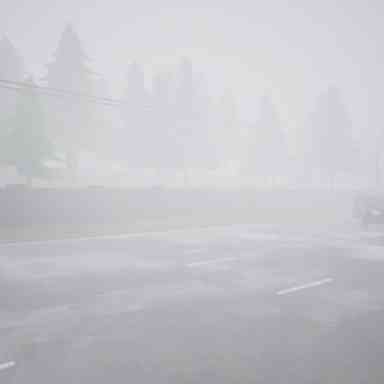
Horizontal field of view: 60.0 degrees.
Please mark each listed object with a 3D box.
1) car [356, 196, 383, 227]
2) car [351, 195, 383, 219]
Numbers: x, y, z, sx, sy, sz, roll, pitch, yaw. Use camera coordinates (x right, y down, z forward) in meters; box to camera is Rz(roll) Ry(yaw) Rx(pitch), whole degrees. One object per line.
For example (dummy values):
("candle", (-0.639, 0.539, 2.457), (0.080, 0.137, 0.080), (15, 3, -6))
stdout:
("car", (13.030, 1.360, 21.634), (4.553, 1.767, 2.097), (0, 0, -35))
("car", (15.572, 1.231, 27.868), (5.566, 2.045, 2.150), (0, 0, -35))
